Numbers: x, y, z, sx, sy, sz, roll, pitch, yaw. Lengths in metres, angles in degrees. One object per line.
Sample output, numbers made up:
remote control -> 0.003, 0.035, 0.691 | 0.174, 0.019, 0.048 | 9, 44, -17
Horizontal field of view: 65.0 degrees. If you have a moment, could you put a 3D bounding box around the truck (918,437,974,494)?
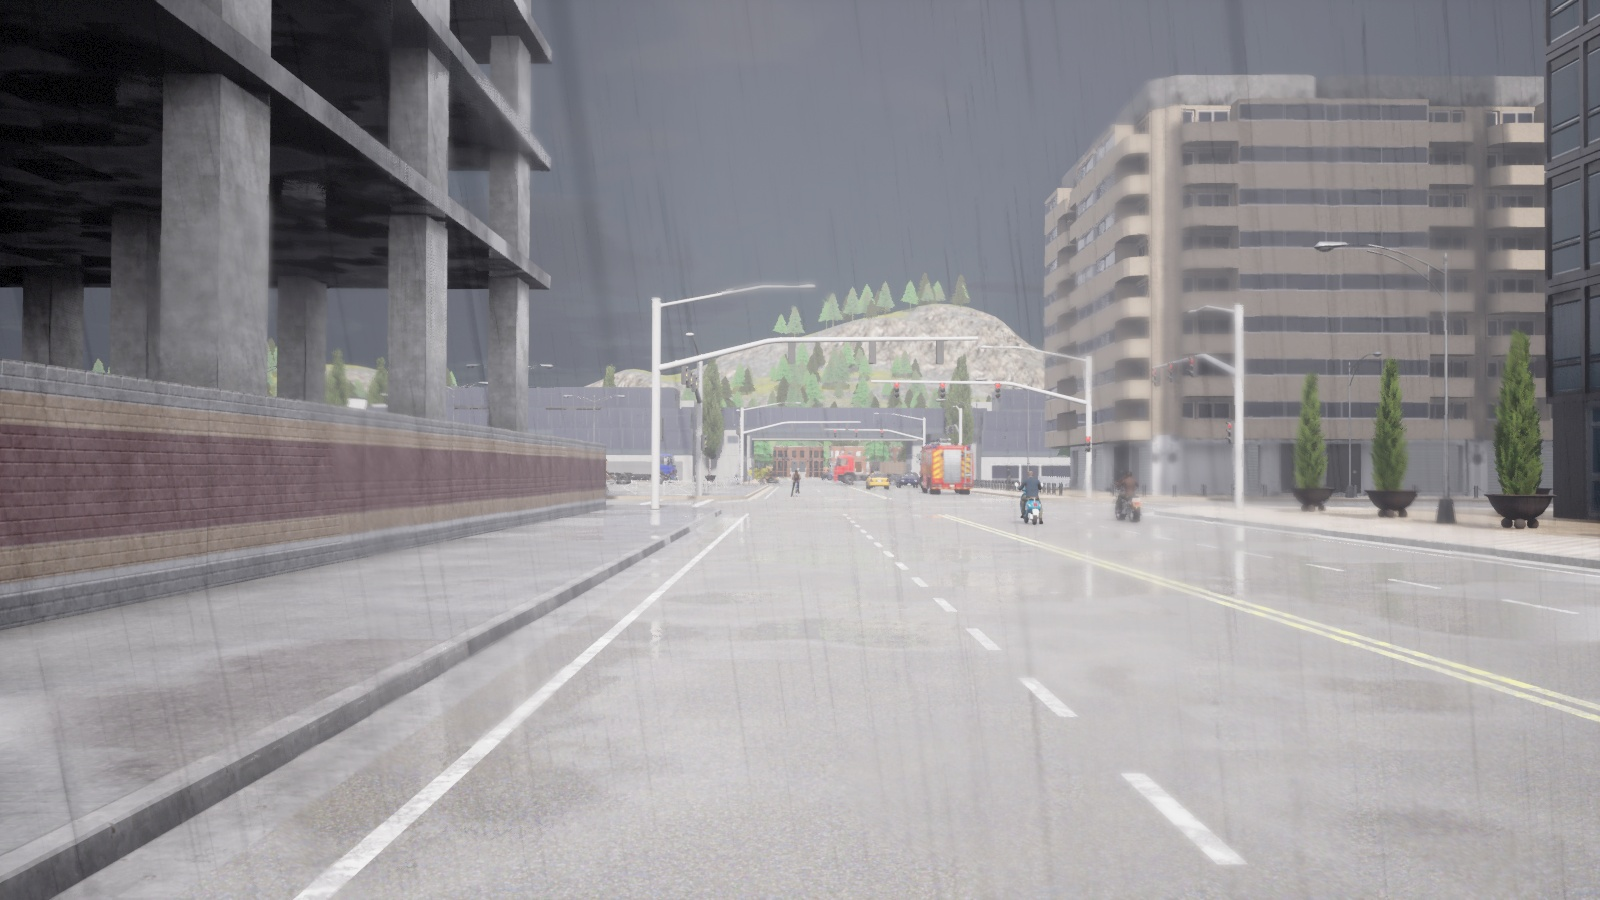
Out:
truck -> 10.252, 1.100, 89.053 | 2.891, 3.827, 8.468 | 0, -1, 0

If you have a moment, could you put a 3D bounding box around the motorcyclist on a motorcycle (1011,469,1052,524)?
motorcyclist on a motorcycle -> 6.898, 1.369, 37.519 | 0.866, 1.590, 1.817 | 0, -1, 0

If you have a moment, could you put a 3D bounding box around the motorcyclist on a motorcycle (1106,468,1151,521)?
motorcyclist on a motorcycle -> 10.392, 1.390, 39.816 | 0.766, 1.649, 2.350 | 0, -1, 0
